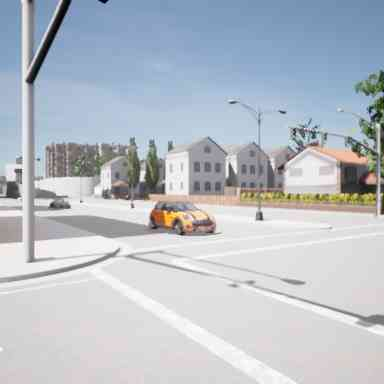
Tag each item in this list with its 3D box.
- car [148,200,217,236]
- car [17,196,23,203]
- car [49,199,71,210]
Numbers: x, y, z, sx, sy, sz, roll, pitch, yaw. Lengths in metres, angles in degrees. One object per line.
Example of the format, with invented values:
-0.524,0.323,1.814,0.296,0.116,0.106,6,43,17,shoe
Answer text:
-0.636,1.281,18.378,2.097,1.767,4.553,0,0,-33,car
-34.723,1.502,68.355,1.812,1.442,4.674,0,0,-34,car
-16.739,1.602,42.146,1.994,1.385,4.181,0,1,-34,car
